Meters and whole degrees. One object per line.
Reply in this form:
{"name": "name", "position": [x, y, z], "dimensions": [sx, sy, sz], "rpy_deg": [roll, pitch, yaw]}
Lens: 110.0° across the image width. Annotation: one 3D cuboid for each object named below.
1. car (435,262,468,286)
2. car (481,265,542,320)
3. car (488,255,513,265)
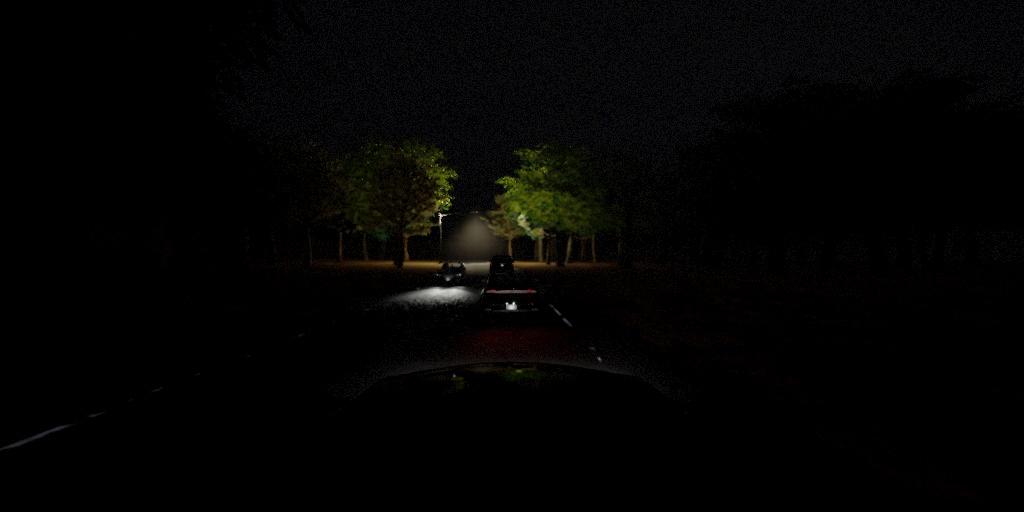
{"name": "car", "position": [-4.150, 1.207, 25.158], "dimensions": [2.128, 1.511, 4.902], "rpy_deg": [0, 0, -2]}
{"name": "car", "position": [-0.065, 1.228, 12.557], "dimensions": [2.128, 1.511, 4.902], "rpy_deg": [0, 0, -1]}
{"name": "car", "position": [-1.041, 0.891, 34.360], "dimensions": [2.150, 2.045, 5.566], "rpy_deg": [0, 0, -4]}
